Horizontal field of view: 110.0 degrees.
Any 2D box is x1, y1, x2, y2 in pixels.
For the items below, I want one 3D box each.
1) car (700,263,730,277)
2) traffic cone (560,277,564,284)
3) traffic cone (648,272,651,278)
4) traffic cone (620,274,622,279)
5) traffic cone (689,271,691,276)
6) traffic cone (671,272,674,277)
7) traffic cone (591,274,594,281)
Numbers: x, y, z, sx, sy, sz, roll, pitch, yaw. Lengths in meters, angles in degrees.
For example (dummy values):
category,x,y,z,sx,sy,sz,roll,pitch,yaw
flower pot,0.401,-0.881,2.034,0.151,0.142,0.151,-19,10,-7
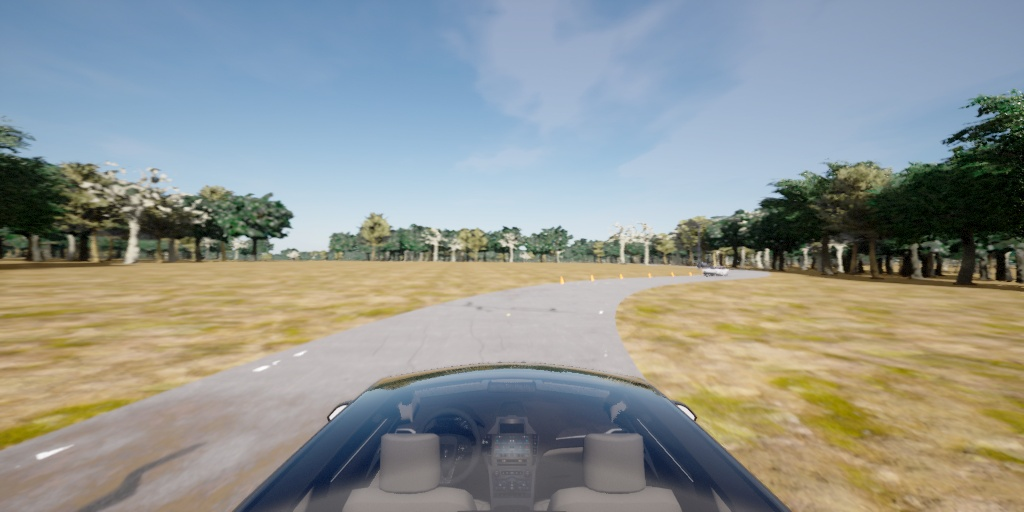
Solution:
category,x,y,z,sx,sy,sz,roll,pitch,yaw
car,25.539,1.887,44.904,4.718,1.301,1.895,1,-1,-44
traffic cone,3.785,1.829,27.183,0.340,0.580,0.340,0,0,34
traffic cone,14.789,2.048,38.543,0.340,0.580,0.340,0,0,-37
traffic cone,10.713,1.969,35.196,0.340,0.580,0.340,0,0,-43
traffic cone,22.259,2.202,44.751,0.340,0.580,0.340,0,0,-43
traffic cone,18.605,2.123,41.550,0.340,0.580,0.340,0,0,-40
traffic cone,7.021,1.896,31.388,0.340,0.580,0.340,0,0,41
